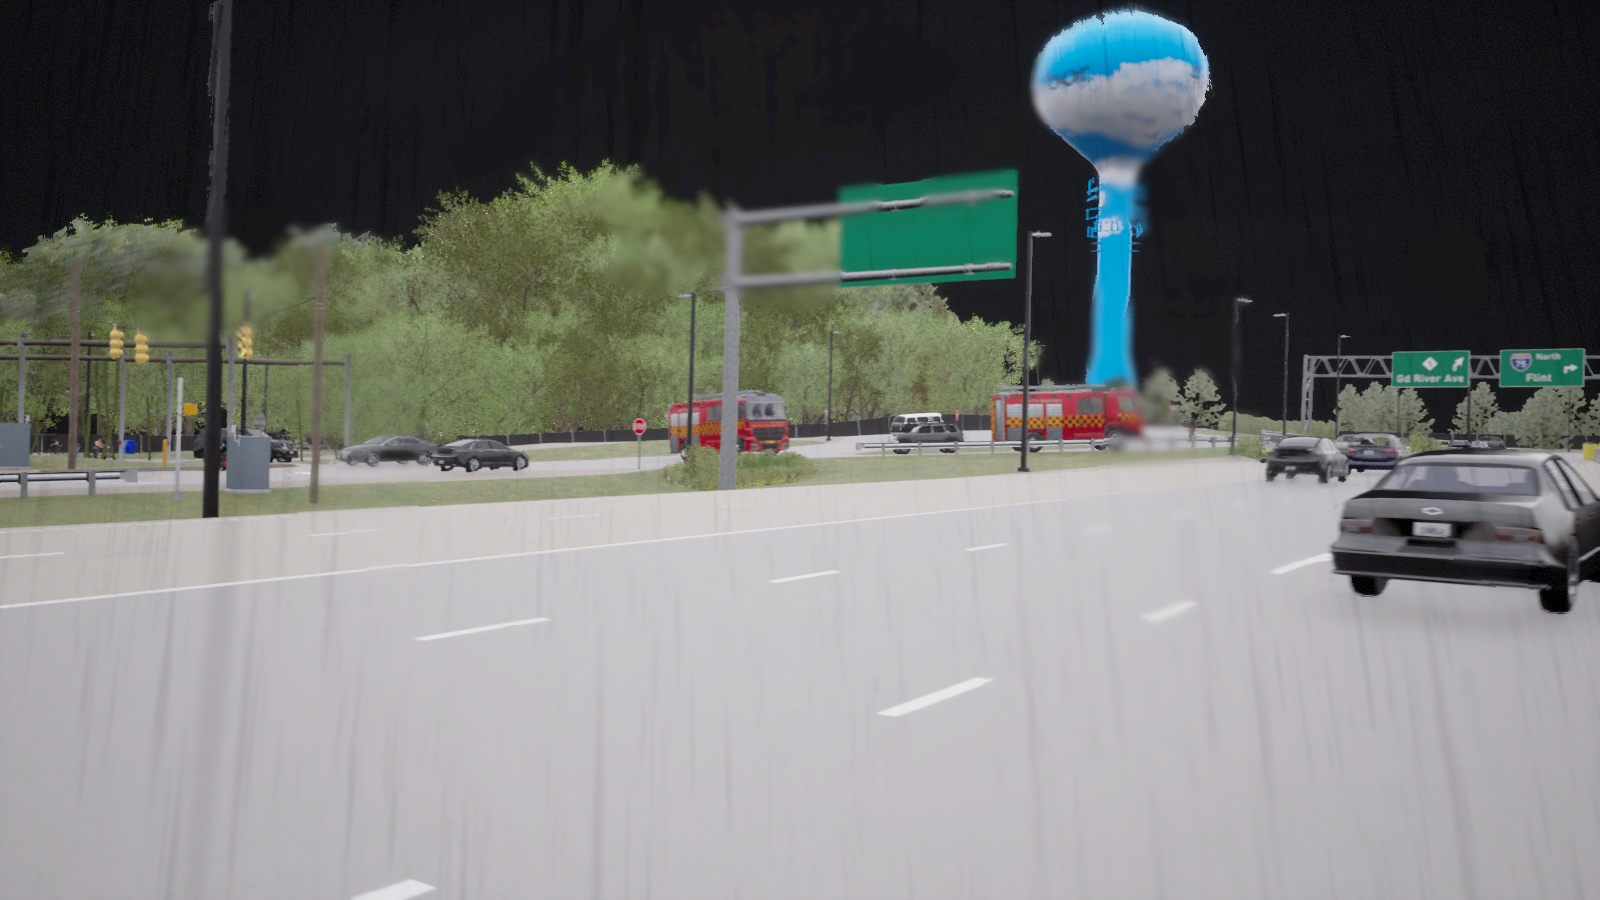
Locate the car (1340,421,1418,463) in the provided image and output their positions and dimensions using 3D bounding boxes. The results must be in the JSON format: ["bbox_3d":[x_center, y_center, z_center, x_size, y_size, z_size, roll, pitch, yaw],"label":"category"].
[{"bbox_3d":[24.168,-0.352,52.317,2.242,1.667,4.611,1,1,34],"label":"car"}]

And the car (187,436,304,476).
[{"bbox_3d":[-30.624,0.352,69.426,5.566,2.045,2.150,-1,0,9],"label":"car"}]

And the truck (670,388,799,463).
[{"bbox_3d":[-3.870,-1.330,71.666,2.891,3.827,8.468,-3,0,-37],"label":"truck"}]

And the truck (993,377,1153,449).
[{"bbox_3d":[15.752,-2.107,72.628,8.468,3.827,2.891,-2,1,-8],"label":"truck"}]

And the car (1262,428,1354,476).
[{"bbox_3d":[16.717,0.017,41.151,1.837,1.490,4.892,1,1,34],"label":"car"}]

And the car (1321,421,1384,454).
[{"bbox_3d":[29.026,-0.672,65.903,2.152,1.651,5.027,1,1,34],"label":"car"}]

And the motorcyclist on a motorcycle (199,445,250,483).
[{"bbox_3d":[-24.851,0.595,54.253,0.866,1.590,1.817,1,2,33],"label":"motorcyclist on a motorcycle"}]

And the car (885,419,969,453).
[{"bbox_3d":[7.528,-0.825,74.868,4.605,1.855,1.932,-2,0,-7],"label":"car"}]

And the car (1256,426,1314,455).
[{"bbox_3d":[26.364,-0.544,68.222,2.007,1.525,4.514,1,1,34],"label":"car"}]

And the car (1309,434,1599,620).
[{"bbox_3d":[6.945,0.572,12.559,2.033,1.411,5.357,0,1,38],"label":"car"}]

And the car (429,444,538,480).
[{"bbox_3d":[-14.439,0.505,57.481,1.837,1.490,4.892,1,2,32],"label":"car"}]

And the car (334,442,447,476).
[{"bbox_3d":[-20.010,0.396,61.556,2.128,1.511,4.902,1,2,36],"label":"car"}]
